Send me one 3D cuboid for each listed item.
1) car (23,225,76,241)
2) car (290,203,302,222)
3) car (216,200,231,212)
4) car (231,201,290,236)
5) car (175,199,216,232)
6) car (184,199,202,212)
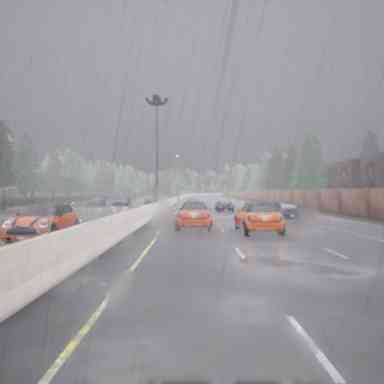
[{"bbox_3d":[-7.090,1.342,15.998,2.097,1.767,4.553,0,0,0],"label":"car"},{"bbox_3d":[7.101,1.509,25.809,1.812,1.442,4.674,0,0,0],"label":"car"},{"bbox_3d":[3.615,1.577,37.712,1.895,1.301,4.718,0,0,0],"label":"car"},{"bbox_3d":[3.610,1.340,18.448,2.097,1.767,4.553,0,0,0],"label":"car"},{"bbox_3d":[0.112,1.339,20.338,2.097,1.767,4.553,0,0,0],"label":"car"},{"bbox_3d":[0.123,1.539,39.665,1.994,1.385,4.181,0,0,0],"label":"car"}]
